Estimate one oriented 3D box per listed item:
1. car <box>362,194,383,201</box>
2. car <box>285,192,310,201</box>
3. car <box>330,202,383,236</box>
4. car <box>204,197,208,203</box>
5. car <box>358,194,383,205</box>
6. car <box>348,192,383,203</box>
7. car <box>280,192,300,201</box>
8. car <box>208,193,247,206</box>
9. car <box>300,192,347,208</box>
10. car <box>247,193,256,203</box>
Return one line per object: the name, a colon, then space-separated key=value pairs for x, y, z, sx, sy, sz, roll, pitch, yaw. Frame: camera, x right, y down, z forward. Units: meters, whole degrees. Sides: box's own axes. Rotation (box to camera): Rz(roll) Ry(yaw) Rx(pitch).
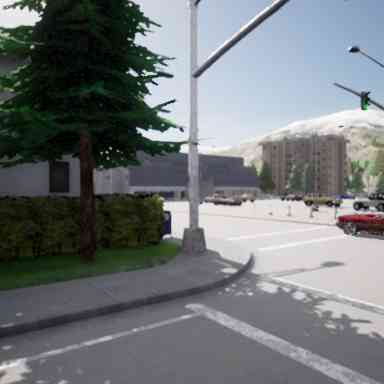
car: x=38.228 y=1.091 z=69.905 sx=1.970 sy=1.475 sz=3.806 roll=0 pitch=0 yaw=-36
car: x=21.151 y=0.868 z=66.906 sx=1.932 sy=1.855 sz=4.605 roll=0 pitch=0 yaw=-36
car: x=8.734 y=1.336 z=14.232 sx=1.895 sy=1.301 sz=4.718 roll=0 pitch=1 yaw=-35
car: x=3.645 y=1.094 z=53.370 sx=1.970 sy=1.475 sz=3.806 roll=0 pitch=0 yaw=-36
car: x=26.803 y=1.094 z=48.163 sx=2.007 sy=1.523 sz=4.514 roll=0 pitch=0 yaw=-36
car: x=18.221 y=0.938 z=33.148 sx=1.905 sy=1.878 sz=3.866 roll=0 pitch=0 yaw=-36
car: x=19.036 y=0.859 z=64.871 sx=1.905 sy=1.878 sz=3.866 roll=0 pitch=0 yaw=-36
car: x=4.798 y=1.174 z=45.510 sx=2.007 sy=1.523 sz=4.514 roll=0 pitch=0 yaw=-36
car: x=16.284 y=0.945 z=41.452 sx=1.932 sy=1.855 sz=4.605 roll=0 pitch=0 yaw=-36
car: x=8.660 y=0.989 z=57.386 sx=2.152 sy=1.636 sz=5.027 roll=0 pitch=0 yaw=-36
